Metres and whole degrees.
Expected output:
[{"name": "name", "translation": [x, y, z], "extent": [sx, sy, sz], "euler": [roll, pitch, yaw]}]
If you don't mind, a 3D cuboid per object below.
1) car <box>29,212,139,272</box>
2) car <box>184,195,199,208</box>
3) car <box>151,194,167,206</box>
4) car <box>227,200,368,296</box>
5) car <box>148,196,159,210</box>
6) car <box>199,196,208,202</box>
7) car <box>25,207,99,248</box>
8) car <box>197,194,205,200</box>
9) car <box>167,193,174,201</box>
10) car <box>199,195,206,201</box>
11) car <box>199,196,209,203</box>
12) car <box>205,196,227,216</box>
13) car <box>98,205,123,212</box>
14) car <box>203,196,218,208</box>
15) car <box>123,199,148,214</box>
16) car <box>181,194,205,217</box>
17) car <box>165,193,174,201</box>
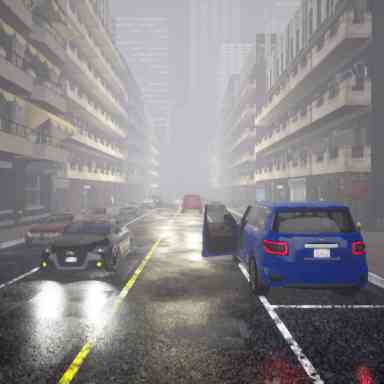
[{"name": "car", "translation": [-3.119, 1.559, 10.595], "extent": [1.994, 1.385, 4.181], "euler": [0, 0, 0]}, {"name": "car", "translation": [-0.035, 1.334, 48.138], "extent": [2.097, 1.767, 4.553], "euler": [0, 0, 0]}, {"name": "car", "translation": [-5.790, 1.296, 53.952], "extent": [2.192, 1.841, 5.009], "euler": [-1, 0, 0]}, {"name": "car", "translation": [2.378, 1.218, 8.782], "extent": [2.150, 2.045, 5.566], "euler": [0, 0, 0]}, {"name": "car", "translation": [-5.769, 1.535, 42.748], "extent": [2.008, 1.369, 4.403], "euler": [-1, 0, 0]}, {"name": "car", "translation": [2.557, 1.526, 76.346], "extent": [2.008, 1.369, 4.403], "euler": [-1, 0, 0]}, {"name": "car", "translation": [-5.724, 1.576, 14.738], "extent": [1.802, 1.307, 4.206], "euler": [-1, 0, 0]}, {"name": "car", "translation": [2.529, 1.411, 93.151], "extent": [1.967, 1.590, 4.097], "euler": [-1, 0, 0]}, {"name": "car", "translation": [-5.832, 1.524, 81.962], "extent": [2.008, 1.369, 4.403], "euler": [-1, 0, 0]}, {"name": "car", "translation": [2.548, 1.499, 82.117], "extent": [1.752, 1.417, 4.829], "euler": [-1, 0, 0]}, {"name": "car", "translation": [2.566, 1.542, 70.743], "extent": [1.947, 1.339, 4.313], "euler": [-1, 0, 0]}, {"name": "car", "translation": [2.619, 1.511, 37.301], "extent": [1.752, 1.417, 4.829], "euler": [-1, 0, 0]}, {"name": "car", "translation": [-5.733, 1.574, 20.340], "extent": [1.802, 1.307, 4.206], "euler": [-1, 0, 0]}, {"name": "car", "translation": [2.600, 1.422, 48.335], "extent": [1.967, 1.590, 4.097], "euler": [-1, 0, 0]}, {"name": "car", "translation": [-5.751, 1.539, 31.544], "extent": [2.008, 1.369, 4.403], "euler": [-1, 0, 0]}, {"name": "car", "translation": [0.010, 1.210, 36.376], "extent": [2.150, 2.045, 5.566], "euler": [0, 0, 0]}, {"name": "car", "translation": [-5.844, 1.287, 87.565], "extent": [2.192, 1.841, 5.009], "euler": [-1, 0, 0]}]
